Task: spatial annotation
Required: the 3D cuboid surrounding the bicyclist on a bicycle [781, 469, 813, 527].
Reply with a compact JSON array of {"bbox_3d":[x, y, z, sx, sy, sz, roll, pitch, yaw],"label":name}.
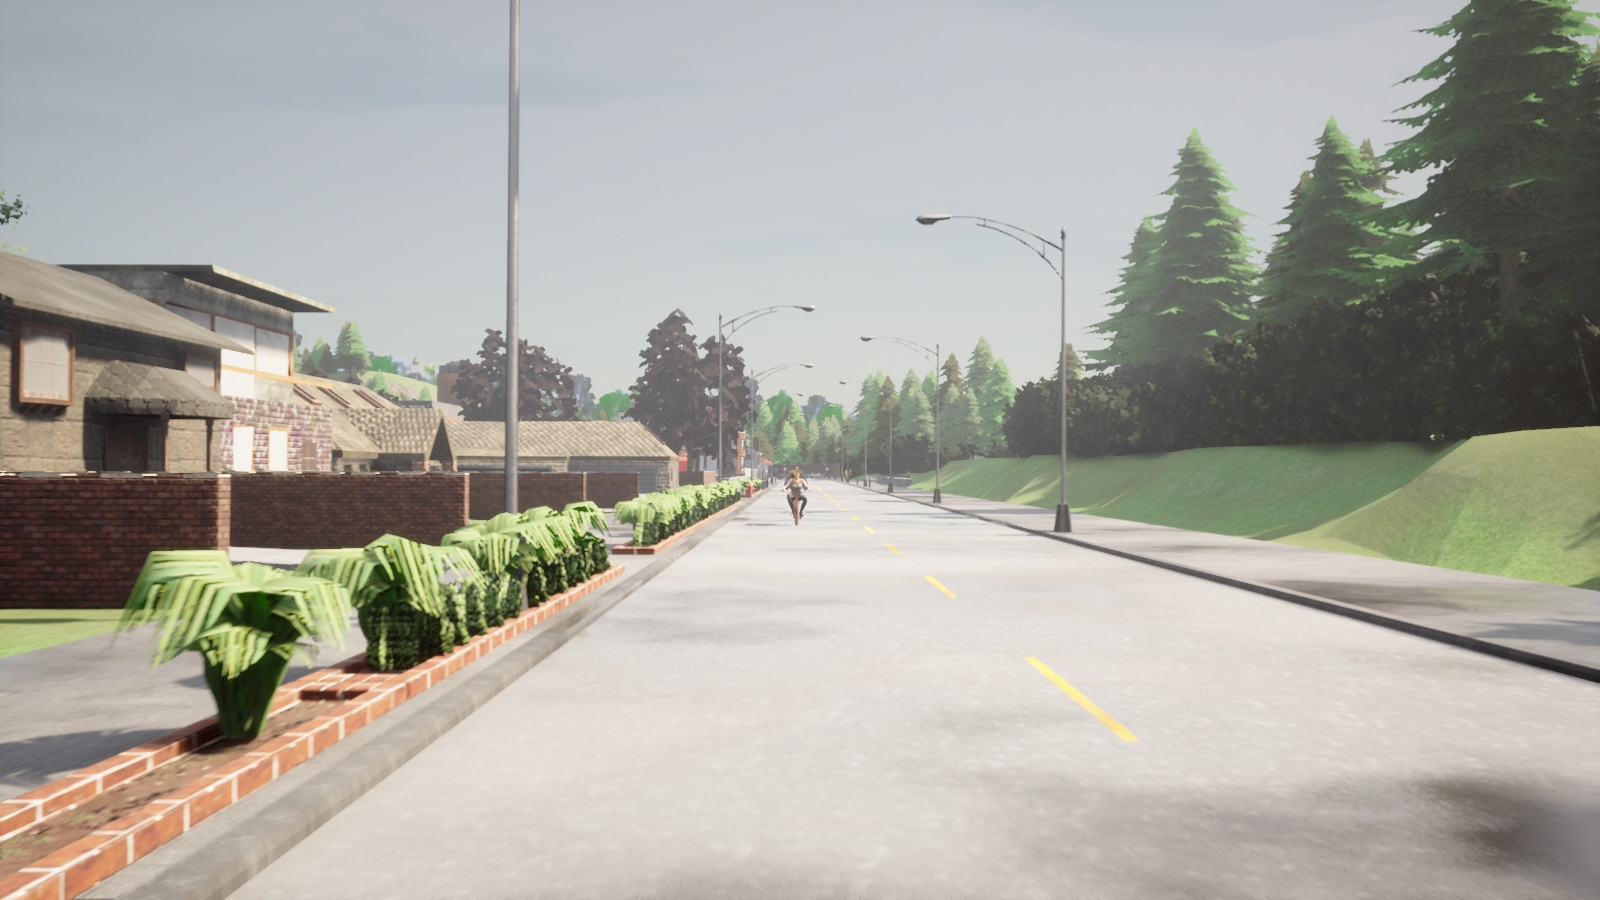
[{"bbox_3d":[-0.086,1.347,35.577,0.866,1.612,1.509,0,-1,0],"label":"bicyclist on a bicycle"}]
